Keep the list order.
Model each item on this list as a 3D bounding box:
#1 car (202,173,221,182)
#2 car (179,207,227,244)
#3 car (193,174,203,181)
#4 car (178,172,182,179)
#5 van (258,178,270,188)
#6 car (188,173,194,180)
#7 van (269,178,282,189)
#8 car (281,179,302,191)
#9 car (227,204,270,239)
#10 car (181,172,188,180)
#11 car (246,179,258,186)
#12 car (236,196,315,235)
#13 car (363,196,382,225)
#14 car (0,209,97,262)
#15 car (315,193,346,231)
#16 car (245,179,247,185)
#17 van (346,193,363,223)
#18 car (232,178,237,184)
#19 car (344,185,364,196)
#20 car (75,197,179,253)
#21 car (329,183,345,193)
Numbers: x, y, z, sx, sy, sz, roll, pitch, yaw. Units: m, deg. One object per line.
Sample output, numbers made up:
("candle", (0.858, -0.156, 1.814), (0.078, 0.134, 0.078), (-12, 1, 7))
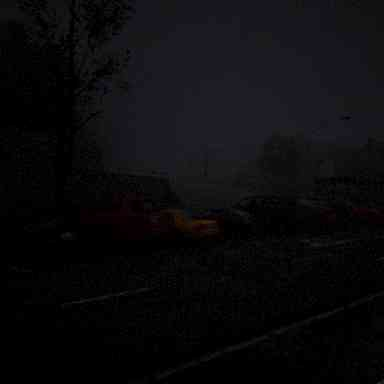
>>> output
("car", (5.461, -3.245, 82.527), (1.946, 1.575, 5.366), (7, 3, 34))
("car", (-1.278, 1.491, 15.811), (5.366, 1.575, 1.946), (-1, -1, 35))
("car", (3.609, -3.768, 84.786), (2.435, 2.045, 5.566), (7, 4, 34))
("car", (-1.687, -4.431, 92.069), (2.435, 2.045, 5.566), (1, -1, 34))
("van", (15.715, -1.833, 67.503), (1.878, 1.987, 4.442), (7, 4, 35))
("car", (1.815, -3.919, 87.252), (2.185, 1.767, 4.553), (6, 3, 34))
("van", (17.445, -1.560, 65.032), (1.878, 1.987, 4.442), (7, 4, 35))
("car", (19.205, -1.062, 62.670), (2.231, 1.521, 4.892), (7, 3, 35))
("car", (1.329, 1.533, 17.439), (4.674, 1.452, 2.002), (-1, -1, 35))
("car", (0.085, -4.154, 89.721), (2.185, 1.767, 4.553), (4, 1, 33))
("car", (14.141, -1.882, 70.235), (1.946, 1.575, 5.366), (7, 3, 35))
("car", (3.756, 1.243, 19.196), (5.566, 2.045, 2.435), (-1, -1, 35))
("car", (11.217, 1.372, 24.321), (4.553, 1.767, 2.185), (-1, -1, 35))
("car", (-6.042, 1.521, 12.239), (4.792, 1.488, 2.163), (-1, 0, 35))
("car", (6.269, 1.243, 20.901), (5.566, 2.045, 2.435), (-1, -1, 35))
("car", (12.310, -2.113, 72.555), (2.002, 1.452, 4.674), (7, 4, 35))
("van", (8.808, 1.269, 22.571), (4.442, 1.987, 1.878), (-1, -1, 35))
("car", (10.567, -2.386, 75.017), (2.002, 1.452, 4.674), (7, 3, 35))
("car", (26.107, 0.067, 52.813), (2.002, 1.452, 4.674), (7, 3, 35))
("car", (-3.598, 1.240, 13.984), (5.566, 2.045, 2.435), (-1, -1, 35))
("car", (24.416, -0.496, 55.285), (2.435, 2.045, 5.566), (7, 3, 35))
